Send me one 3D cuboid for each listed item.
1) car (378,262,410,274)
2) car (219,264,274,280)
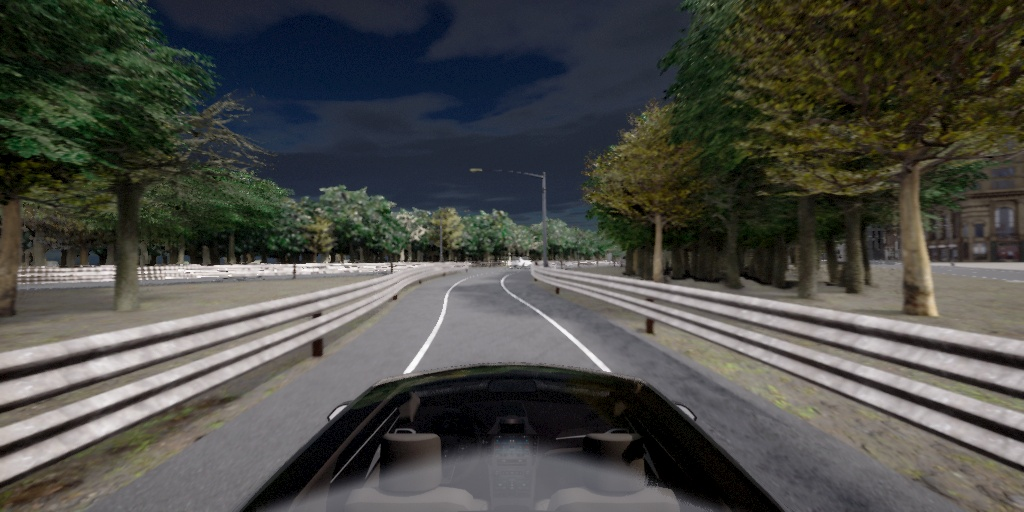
[{"bbox_3d":[-15.398,1.462,46.586,1.812,1.442,4.674,-1,-1,37],"label":"car"},{"bbox_3d":[-24.935,1.455,33.742,1.994,1.385,4.181,-1,-1,37],"label":"car"}]
